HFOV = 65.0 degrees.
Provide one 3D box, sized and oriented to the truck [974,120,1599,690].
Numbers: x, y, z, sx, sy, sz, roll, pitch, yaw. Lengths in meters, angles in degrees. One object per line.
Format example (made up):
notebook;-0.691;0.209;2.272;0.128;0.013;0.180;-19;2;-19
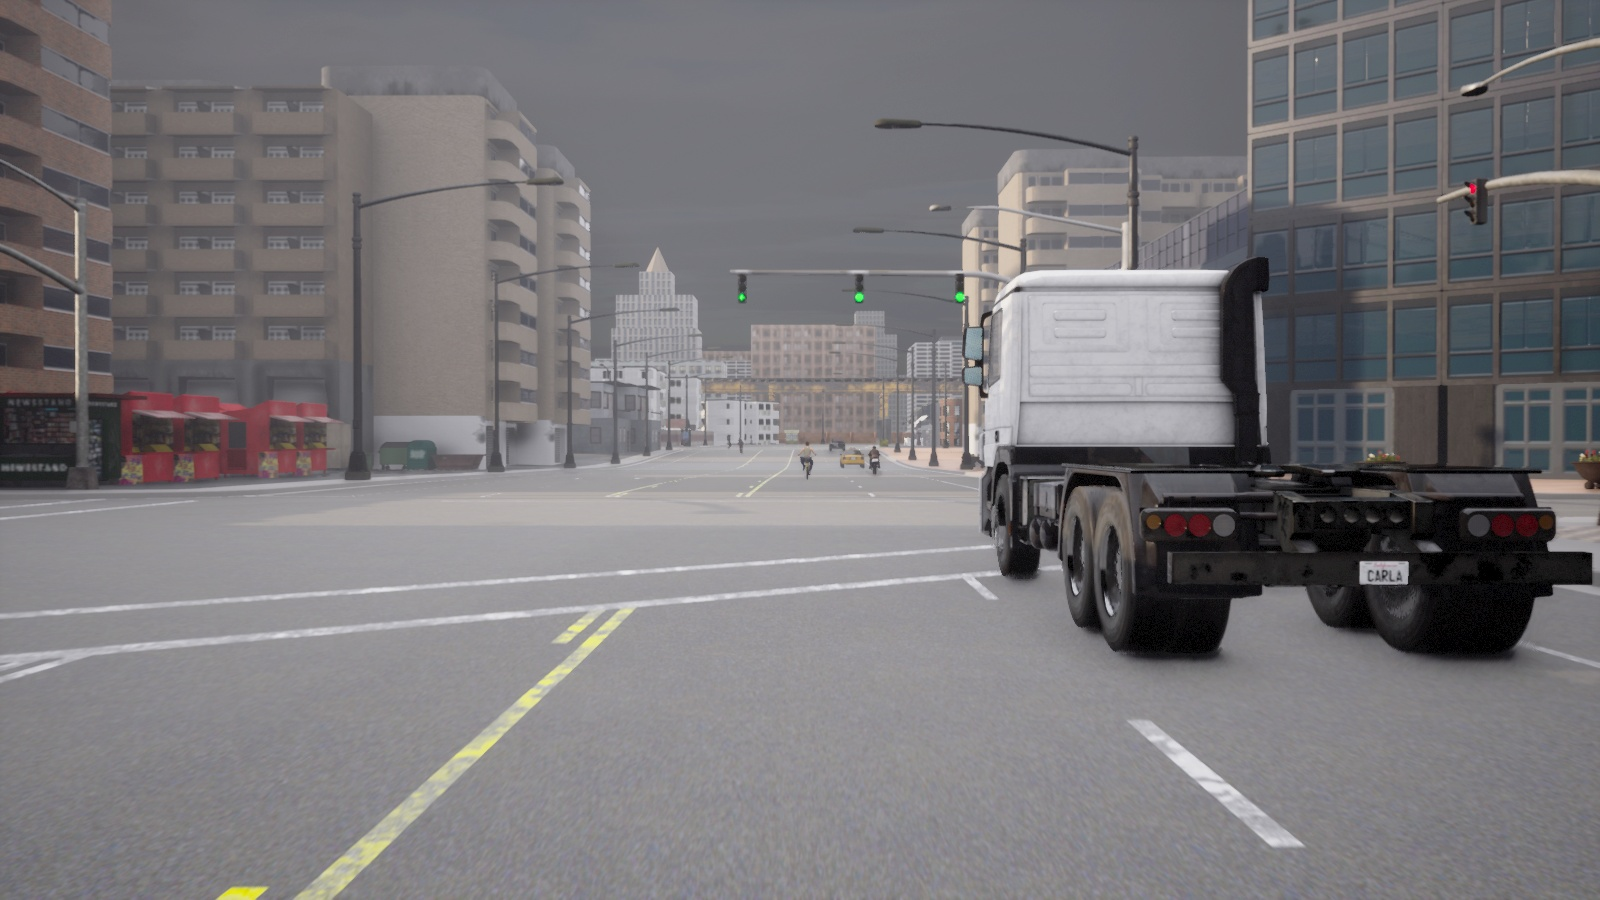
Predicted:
truck;3.583;-0.297;11.598;2.891;3.462;7.936;0;0;0

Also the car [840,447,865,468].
car;4.072;0.578;97.922;1.801;1.575;5.366;0;0;0
